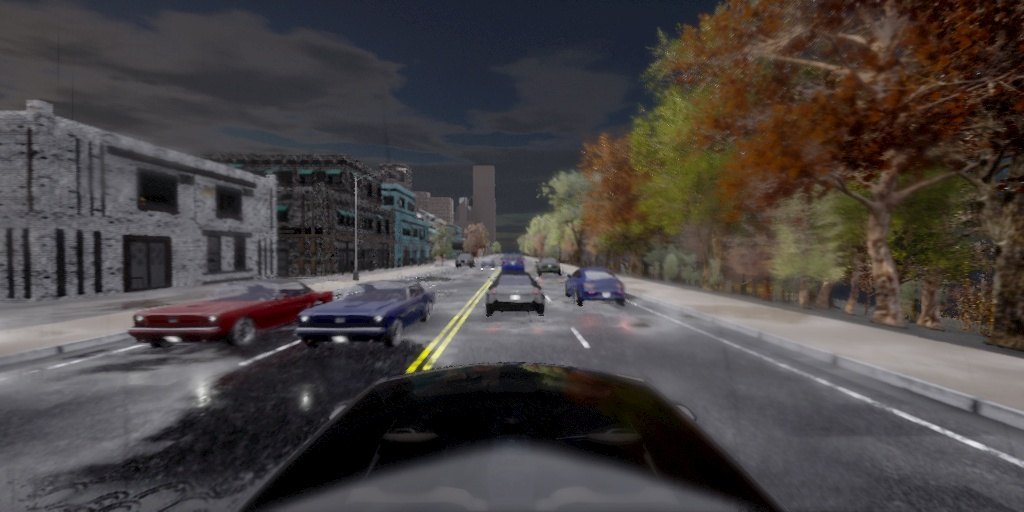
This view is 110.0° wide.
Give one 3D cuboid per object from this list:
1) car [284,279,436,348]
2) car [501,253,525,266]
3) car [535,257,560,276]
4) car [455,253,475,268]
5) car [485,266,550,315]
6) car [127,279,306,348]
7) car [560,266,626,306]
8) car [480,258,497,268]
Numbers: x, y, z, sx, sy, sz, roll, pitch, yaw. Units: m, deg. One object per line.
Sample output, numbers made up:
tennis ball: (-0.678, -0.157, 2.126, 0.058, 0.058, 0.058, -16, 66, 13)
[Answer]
car: (-3.346, 1.303, 9.187, 1.895, 1.301, 4.718, 0, 0, 0)
car: (0.117, 0.761, 34.813, 2.150, 2.045, 5.566, 0, 0, 0)
car: (3.365, 0.896, 34.102, 2.097, 1.767, 4.553, 0, 0, 0)
car: (-6.551, 0.661, 50.487, 2.150, 2.045, 5.566, 0, 0, 0)
car: (0.106, 1.242, 13.119, 1.994, 1.385, 4.181, 0, 0, 0)
car: (-6.597, 1.303, 9.189, 1.895, 1.301, 4.718, 0, 0, 0)
car: (3.359, 1.192, 14.995, 1.812, 1.442, 4.674, 0, 0, 0)
car: (-3.300, 0.965, 50.596, 1.812, 1.442, 4.674, 0, 0, 0)
